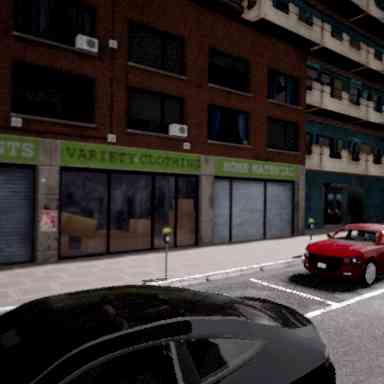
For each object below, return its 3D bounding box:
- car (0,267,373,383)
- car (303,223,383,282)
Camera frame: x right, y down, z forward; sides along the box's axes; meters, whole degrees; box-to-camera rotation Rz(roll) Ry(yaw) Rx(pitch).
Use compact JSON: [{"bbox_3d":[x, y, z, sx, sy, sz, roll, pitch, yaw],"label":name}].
[{"bbox_3d":[-0.840,1.532,2.346,4.674,1.442,1.812,1,0,-35],"label":"car"},{"bbox_3d":[5.124,1.631,9.735,4.507,1.381,1.887,1,0,-35],"label":"car"}]
